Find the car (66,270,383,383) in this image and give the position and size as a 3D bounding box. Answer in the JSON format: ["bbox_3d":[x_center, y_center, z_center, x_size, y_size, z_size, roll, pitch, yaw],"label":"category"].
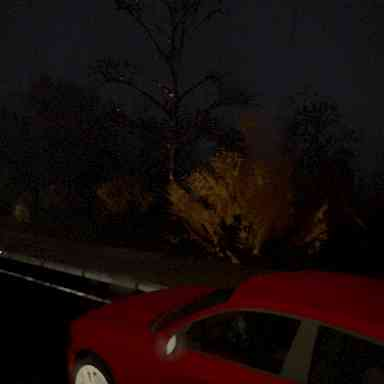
[{"bbox_3d":[0.914,1.483,2.913,5.008,1.535,1.882,0,0,36],"label":"car"}]
